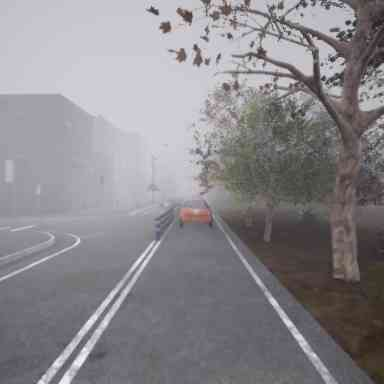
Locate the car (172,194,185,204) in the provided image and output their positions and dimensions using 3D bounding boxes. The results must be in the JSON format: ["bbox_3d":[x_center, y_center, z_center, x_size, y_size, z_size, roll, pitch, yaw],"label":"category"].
[{"bbox_3d":[-2.322,1.158,57.220,1.812,1.442,4.674,0,1,2],"label":"car"}]

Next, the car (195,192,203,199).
[{"bbox_3d":[1.543,0.805,77.436,1.812,1.442,4.674,0,1,1],"label":"car"}]

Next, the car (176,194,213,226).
[{"bbox_3d":[0.280,1.257,22.436,2.097,1.767,4.553,0,0,1],"label":"car"}]

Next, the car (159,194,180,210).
[{"bbox_3d":[-2.837,1.274,39.871,2.128,1.511,4.902,0,1,1],"label":"car"}]
